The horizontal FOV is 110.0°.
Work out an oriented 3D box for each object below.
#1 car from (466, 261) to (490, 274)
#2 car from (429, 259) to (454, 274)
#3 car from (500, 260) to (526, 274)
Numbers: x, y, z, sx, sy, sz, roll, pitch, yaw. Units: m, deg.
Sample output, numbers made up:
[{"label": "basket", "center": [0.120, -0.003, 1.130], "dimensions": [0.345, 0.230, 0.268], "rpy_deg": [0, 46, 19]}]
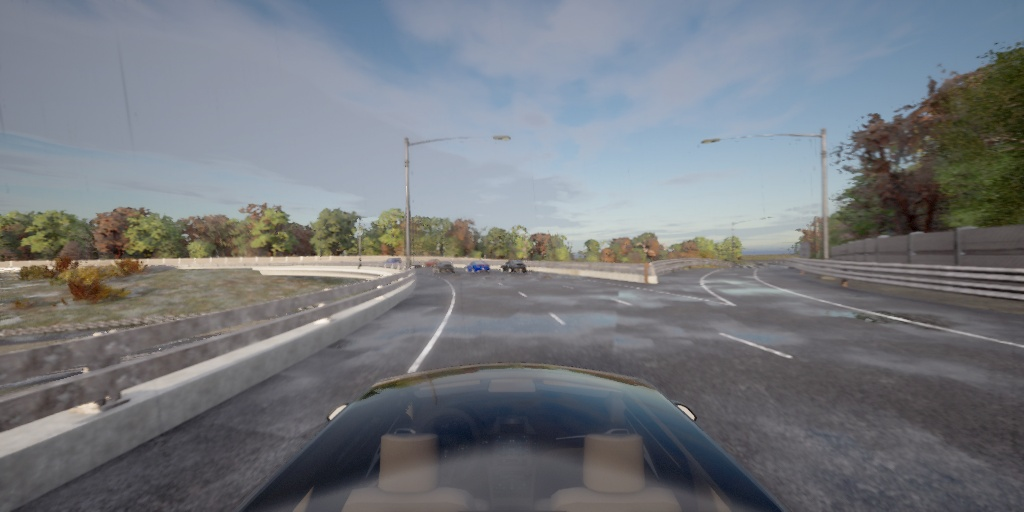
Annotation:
[{"label": "car", "center": [-4.068, 1.299, 42.356], "dimensions": [1.882, 1.535, 5.008], "rpy_deg": [-1, 0, -21]}, {"label": "car", "center": [-8.325, 1.404, 43.511], "dimensions": [1.837, 1.490, 4.892], "rpy_deg": [0, 0, -23]}, {"label": "car", "center": [0.113, 1.249, 41.148], "dimensions": [1.837, 1.490, 4.892], "rpy_deg": [0, 0, -20]}]
